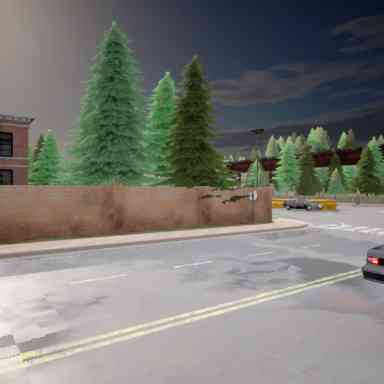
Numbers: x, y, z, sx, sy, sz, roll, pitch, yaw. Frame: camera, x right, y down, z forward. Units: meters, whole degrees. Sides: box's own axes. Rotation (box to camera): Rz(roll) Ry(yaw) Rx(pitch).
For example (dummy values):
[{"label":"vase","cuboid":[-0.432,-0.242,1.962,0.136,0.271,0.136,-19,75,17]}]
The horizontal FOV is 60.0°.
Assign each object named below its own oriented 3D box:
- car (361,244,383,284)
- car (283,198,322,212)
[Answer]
[{"label":"car","cuboid":[6.347,1.547,8.253,5.357,1.411,2.033,0,0,-35]},{"label":"car","cuboid":[13.198,1.492,39.832,2.128,1.511,4.902,0,0,-35]}]
